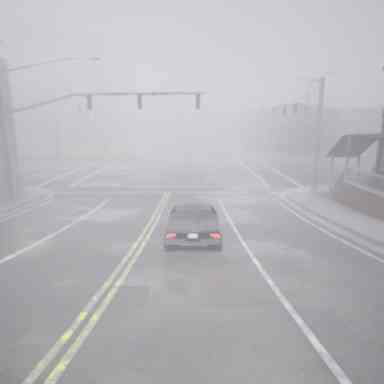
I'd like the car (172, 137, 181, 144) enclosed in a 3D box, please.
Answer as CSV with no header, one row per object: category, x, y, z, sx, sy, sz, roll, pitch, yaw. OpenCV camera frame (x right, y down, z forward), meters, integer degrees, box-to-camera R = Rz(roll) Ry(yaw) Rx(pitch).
car,-3.492,-12.020,76.841,1.812,1.442,4.674,0,12,0

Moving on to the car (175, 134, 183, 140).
car,-3.491,-15.313,92.274,2.033,1.411,5.357,0,12,0

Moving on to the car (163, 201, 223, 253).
car,0.049,1.023,11.597,2.033,1.411,5.357,0,5,1

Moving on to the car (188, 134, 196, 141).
car,0.009,-14.458,87.422,2.097,1.767,4.553,0,12,0
